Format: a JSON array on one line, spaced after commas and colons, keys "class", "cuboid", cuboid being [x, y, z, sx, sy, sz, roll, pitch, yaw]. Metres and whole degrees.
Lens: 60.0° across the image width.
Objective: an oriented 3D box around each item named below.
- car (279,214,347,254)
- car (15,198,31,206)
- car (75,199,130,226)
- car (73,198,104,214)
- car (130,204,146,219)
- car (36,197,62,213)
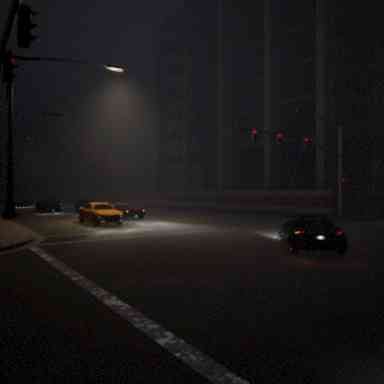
[{"class": "car", "cuboid": [4.860, 1.588, 13.743, 1.994, 1.385, 4.181, 0, 0, 9]}, {"class": "car", "cuboid": [-27.070, 1.609, 53.110, 1.994, 1.385, 4.181, 0, 0, -35]}, {"class": "car", "cuboid": [-6.536, 1.494, 23.623, 1.882, 1.535, 5.008, 0, 0, -35]}, {"class": "car", "cuboid": [-11.550, 1.527, 36.868, 1.837, 1.490, 4.892, 0, 0, -35]}, {"class": "car", "cuboid": [-5.748, 1.625, 28.576, 1.895, 1.301, 4.718, 0, 0, -35]}, {"class": "car", "cuboid": [-16.209, 1.564, 37.416, 2.033, 1.411, 5.357, 0, 0, -35]}]
